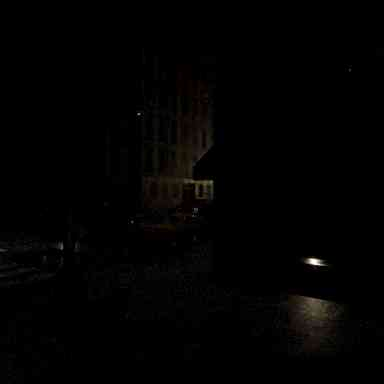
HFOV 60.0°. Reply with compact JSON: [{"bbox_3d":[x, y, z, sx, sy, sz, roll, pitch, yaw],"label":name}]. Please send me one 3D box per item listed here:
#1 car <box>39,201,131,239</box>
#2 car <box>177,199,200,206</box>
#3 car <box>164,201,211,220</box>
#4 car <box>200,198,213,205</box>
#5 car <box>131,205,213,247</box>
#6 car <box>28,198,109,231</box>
[{"bbox_3d":[-5.141,1.457,17.765,1.882,1.535,5.008,0,0,34],"label":"car"},{"bbox_3d":[0.693,1.321,25.934,2.097,1.767,4.553,0,0,35],"label":"car"},{"bbox_3d":[-0.313,1.521,28.899,1.947,1.339,4.313,0,0,36],"label":"car"},{"bbox_3d":[2.913,1.314,19.604,2.192,1.841,5.009,0,0,36],"label":"car"},{"bbox_3d":[-0.290,1.530,15.123,1.752,1.417,4.829,0,0,36],"label":"car"},{"bbox_3d":[-6.913,1.282,19.656,2.192,1.841,5.009,0,0,36],"label":"car"}]
